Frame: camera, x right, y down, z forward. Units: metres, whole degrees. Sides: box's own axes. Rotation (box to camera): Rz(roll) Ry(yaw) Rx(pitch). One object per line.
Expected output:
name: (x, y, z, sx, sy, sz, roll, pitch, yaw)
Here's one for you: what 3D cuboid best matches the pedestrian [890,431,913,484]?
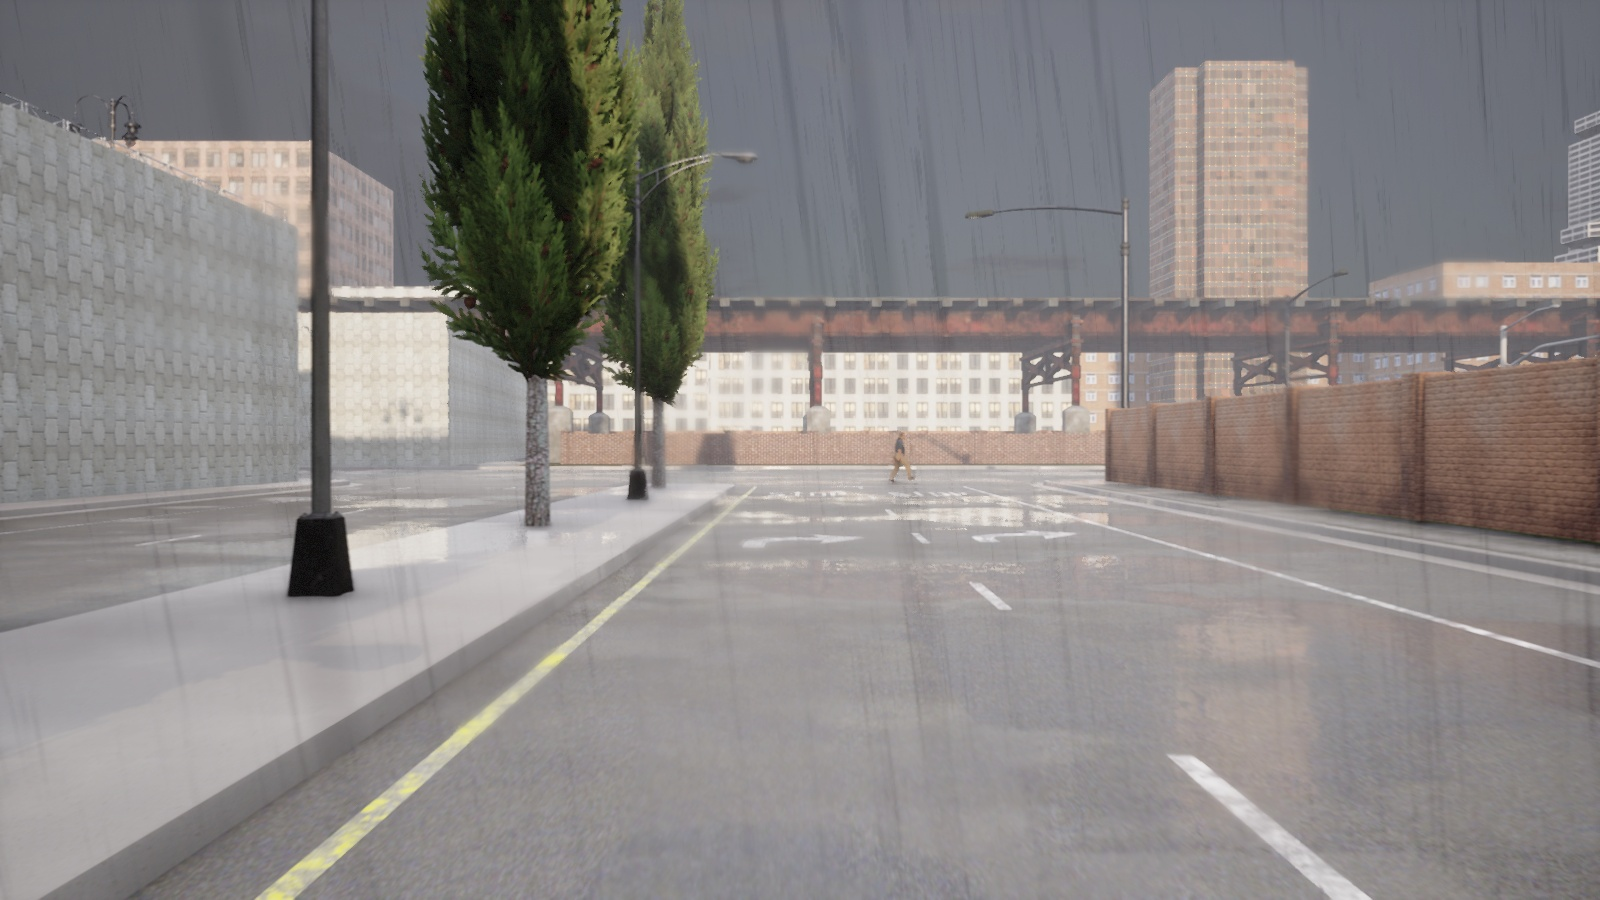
pedestrian: (3.575, 0.250, 44.299, 0.694, 1.848, 0.540, 0, 0, -11)
